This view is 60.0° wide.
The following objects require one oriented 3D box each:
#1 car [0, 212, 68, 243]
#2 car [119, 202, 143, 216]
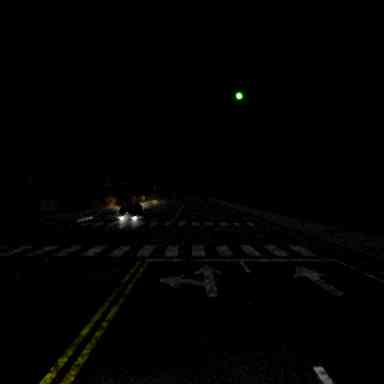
[{"bbox_3d":[-8.600,1.644,15.229,5.357,1.411,2.033,0,0,-34],"label":"car"},{"bbox_3d":[-6.468,1.748,35.829,2.033,1.411,5.357,0,0,0],"label":"car"}]
